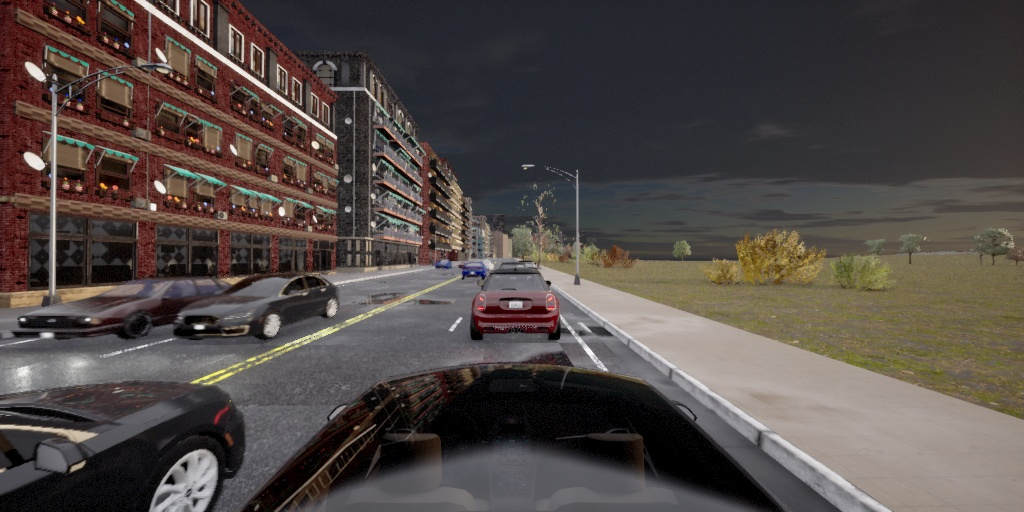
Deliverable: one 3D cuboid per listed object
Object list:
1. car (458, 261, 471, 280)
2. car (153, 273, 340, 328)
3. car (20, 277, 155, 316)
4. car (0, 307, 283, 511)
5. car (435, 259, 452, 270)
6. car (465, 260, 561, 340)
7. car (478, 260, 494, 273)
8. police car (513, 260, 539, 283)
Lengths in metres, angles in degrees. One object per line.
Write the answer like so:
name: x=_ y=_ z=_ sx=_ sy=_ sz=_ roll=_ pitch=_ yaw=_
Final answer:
car: x=-3.214 y=1.232 z=31.593 sx=1.882 sy=1.535 sz=5.008 roll=0 pitch=0 yaw=0
car: x=-6.619 y=1.256 z=10.015 sx=1.837 sy=1.490 sz=4.892 roll=0 pitch=0 yaw=0
car: x=-9.869 y=1.299 z=10.271 sx=2.033 sy=1.411 sz=5.357 roll=0 pitch=0 yaw=0
car: x=-3.151 y=1.254 z=1.013 sx=1.837 sy=1.490 sz=4.892 roll=0 pitch=0 yaw=0
car: x=-9.950 y=1.230 z=52.305 sx=1.882 sy=1.535 sz=5.008 roll=0 pitch=0 yaw=0
car: x=0.075 y=1.104 z=10.100 sx=2.097 sy=1.767 sz=4.553 roll=0 pitch=0 yaw=0
car: x=-3.241 y=1.279 z=45.430 sx=1.812 sy=1.442 sz=4.674 roll=0 pitch=0 yaw=0
police car: x=1.079 y=1.179 z=29.369 sx=1.930 sy=1.638 sz=5.238 roll=0 pitch=0 yaw=0
